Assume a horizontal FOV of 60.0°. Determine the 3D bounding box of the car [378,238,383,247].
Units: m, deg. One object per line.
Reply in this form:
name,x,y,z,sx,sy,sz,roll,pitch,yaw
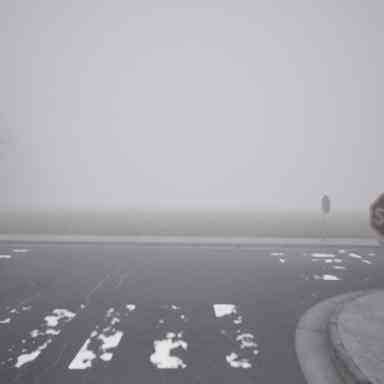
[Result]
car,9.959,1.888,12.943,4.718,1.301,1.895,1,0,-1
